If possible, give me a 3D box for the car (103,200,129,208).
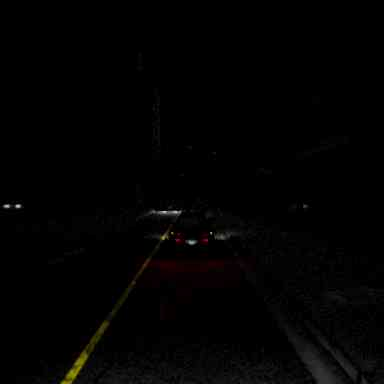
[{"bbox_3d":[-14.451,2.273,63.406,4.829,1.417,1.752,-1,0,0],"label":"car"}]

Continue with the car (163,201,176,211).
[{"bbox_3d":[-3.051,1.972,48.067,1.812,1.442,4.674,0,-1,0],"label":"car"}]

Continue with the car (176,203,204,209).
[{"bbox_3d":[-0.024,1.771,29.280,2.128,1.511,4.902,0,0,0],"label":"car"}]

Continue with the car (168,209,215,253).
[{"bbox_3d":[-0.010,1.665,14.369,1.812,1.442,4.674,0,0,0],"label":"car"}]

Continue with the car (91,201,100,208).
[{"bbox_3d":[-19.905,2.346,63.369,4.507,1.381,1.887,-1,0,0],"label":"car"}]
